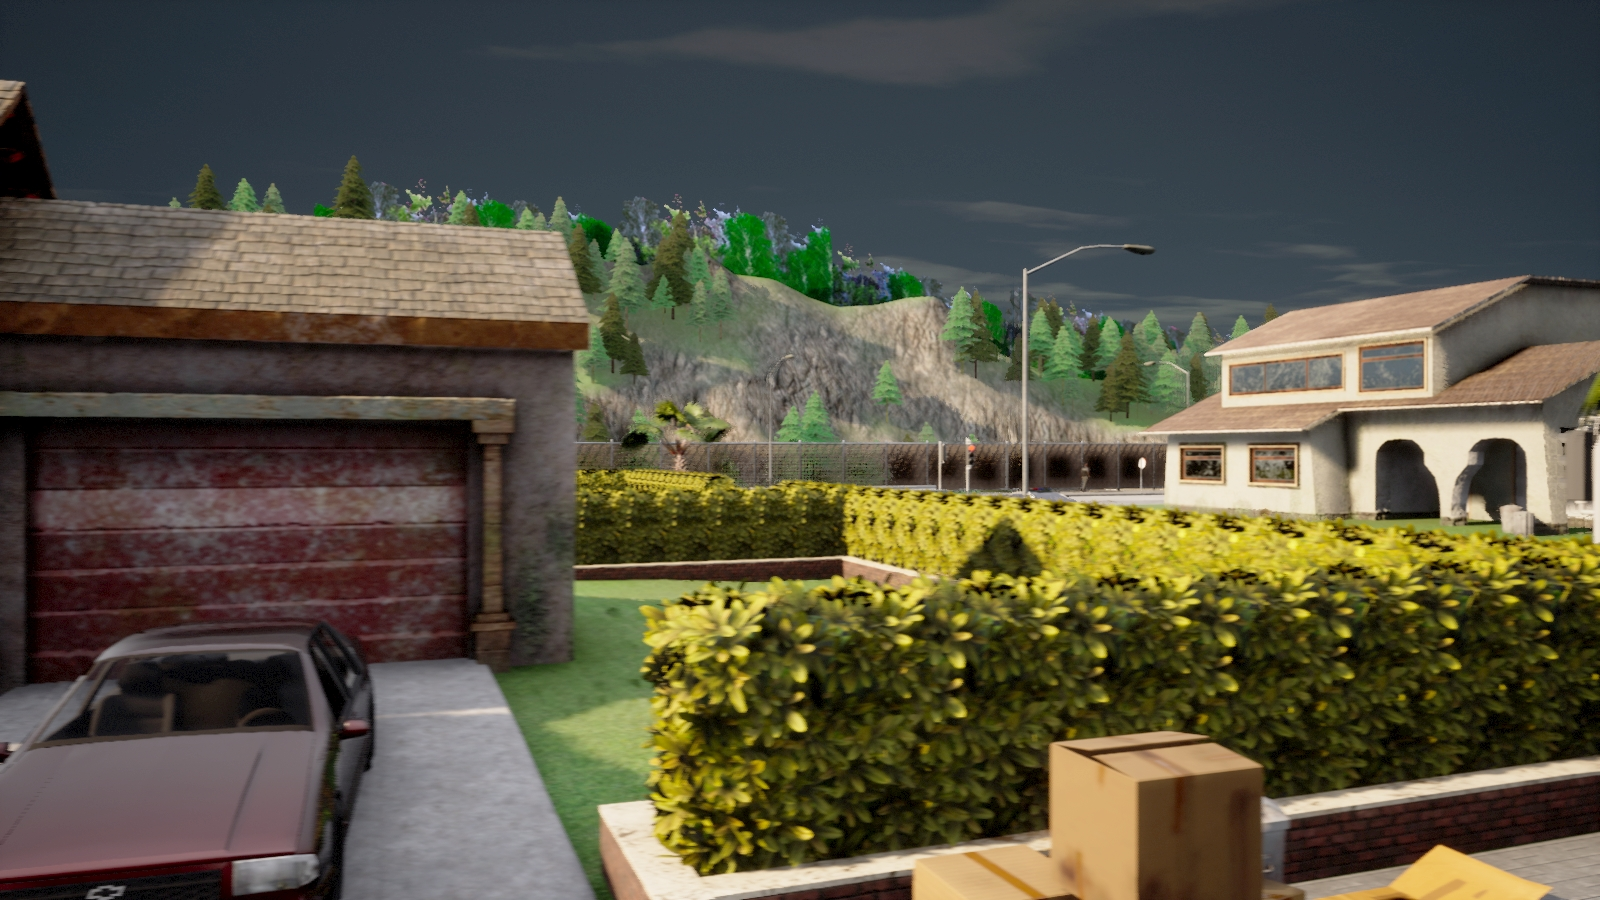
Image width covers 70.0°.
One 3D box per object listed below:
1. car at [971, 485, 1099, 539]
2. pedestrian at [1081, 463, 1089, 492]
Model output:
[{"bbox_3d":[7.811,2.033,38.508,2.038,1.542,4.974,0,0,-18],"label":"car"},{"bbox_3d":[18.093,1.735,72.571,0.375,1.860,0.375,0,0,-25],"label":"pedestrian"}]
